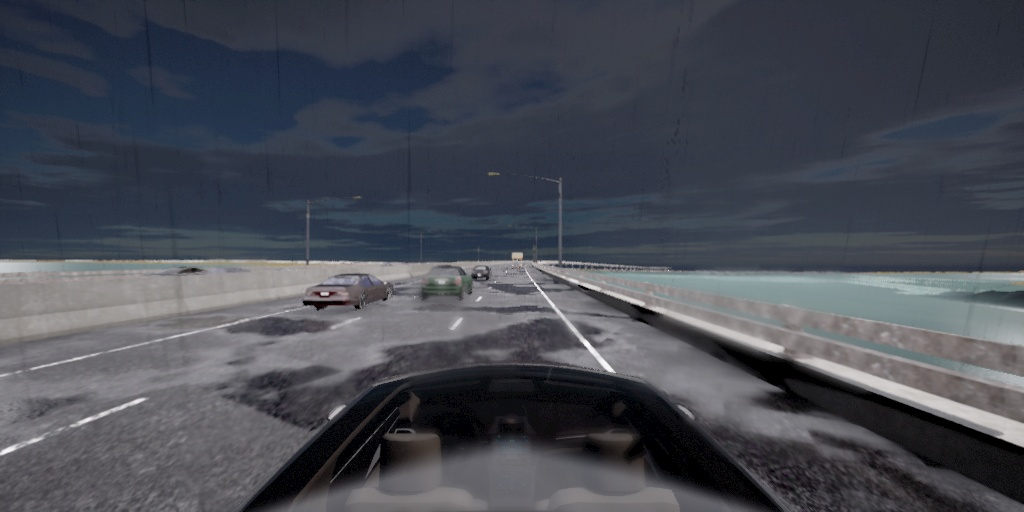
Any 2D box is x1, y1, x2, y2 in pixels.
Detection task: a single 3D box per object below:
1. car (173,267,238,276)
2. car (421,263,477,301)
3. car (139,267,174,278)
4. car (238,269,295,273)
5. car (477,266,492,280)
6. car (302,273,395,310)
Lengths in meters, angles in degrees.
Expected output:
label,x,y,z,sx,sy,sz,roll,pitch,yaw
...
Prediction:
label,x,y,z,sx,sy,sz,roll,pitch,yaw
car,-20.953,1.593,26.125,2.033,1.411,5.357,0,-1,1
car,-3.316,1.314,19.173,2.097,1.767,4.553,0,-1,0
car,-24.448,1.552,26.234,1.837,1.490,4.892,0,-1,1
car,-17.446,1.653,26.687,1.895,1.301,4.718,0,-1,1
car,-3.120,1.695,36.815,1.812,1.442,4.674,0,-1,1
car,-6.842,1.468,15.655,2.033,1.411,5.357,0,-1,0
